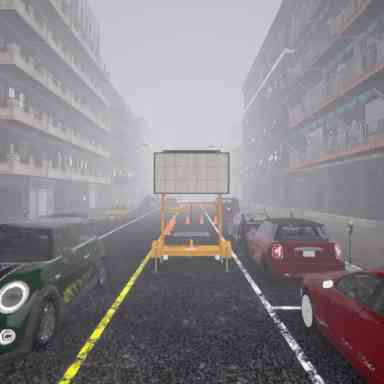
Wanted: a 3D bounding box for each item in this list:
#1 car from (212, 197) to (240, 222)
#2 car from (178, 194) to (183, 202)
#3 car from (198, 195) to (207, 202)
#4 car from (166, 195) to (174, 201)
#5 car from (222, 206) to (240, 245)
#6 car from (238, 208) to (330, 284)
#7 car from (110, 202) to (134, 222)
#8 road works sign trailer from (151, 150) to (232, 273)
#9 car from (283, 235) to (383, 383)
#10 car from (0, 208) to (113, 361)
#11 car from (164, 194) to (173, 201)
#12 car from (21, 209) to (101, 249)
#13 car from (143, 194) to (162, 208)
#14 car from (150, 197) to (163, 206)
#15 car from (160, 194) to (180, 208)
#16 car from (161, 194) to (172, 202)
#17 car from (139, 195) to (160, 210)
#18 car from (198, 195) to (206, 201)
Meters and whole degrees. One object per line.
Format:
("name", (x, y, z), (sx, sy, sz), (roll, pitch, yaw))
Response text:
("car", (2.655, 1.312, 26.471), (2.192, 1.841, 5.009), (0, 0, 0))
("car", (-3.108, 1.330, 75.484), (2.097, 1.767, 4.553), (0, 0, 0))
("car", (2.580, 1.503, 77.368), (1.752, 1.417, 4.829), (0, 0, 0))
("car", (-5.816, 1.516, 88.463), (1.887, 1.381, 4.507), (0, 0, 0))
("car", (2.670, 1.550, 15.197), (2.008, 1.369, 4.403), (0, 0, 0))
("car", (2.678, 1.440, 9.562), (1.967, 1.590, 4.097), (0, 0, 0))
("car", (-5.727, 1.523, 26.292), (1.752, 1.417, 4.829), (0, 0, 0))
("road works sign trailer", (-0.015, 0.464, 10.690), (2.380, 3.560, 2.880), (0, 0, 0))
("car", (2.686, 1.545, 3.925), (1.887, 1.381, 4.507), (0, 0, 0))
("car", (-3.109, 1.352, 6.173), (2.097, 1.767, 4.553), (0, 0, 0))
("car", (-5.808, 1.414, 82.826), (1.967, 1.590, 4.097), (0, 0, 0))
("car", (-5.711, 1.565, 15.188), (1.947, 1.339, 4.313), (0, 0, 0))
("car", (-5.758, 1.305, 49.008), (2.192, 1.841, 5.009), (0, 0, 0))
("car", (-5.768, 1.570, 54.645), (1.802, 1.307, 4.206), (0, 0, 0))
("car", (-3.166, 1.468, 47.952), (1.882, 1.535, 5.008), (0, 0, 0))
("car", (-5.799, 1.292, 77.190), (2.192, 1.841, 5.009), (0, 0, 0))
("car", (-5.751, 1.432, 43.372), (1.967, 1.590, 4.097), (0, 0, 0))
("car", (2.564, 1.516, 88.471), (1.887, 1.381, 4.507), (0, 0, 0))
